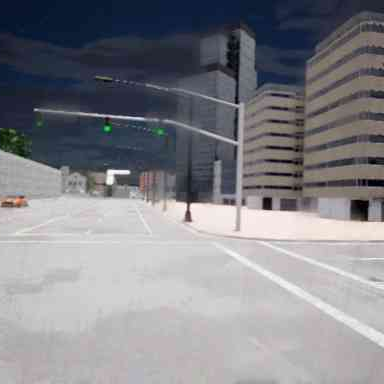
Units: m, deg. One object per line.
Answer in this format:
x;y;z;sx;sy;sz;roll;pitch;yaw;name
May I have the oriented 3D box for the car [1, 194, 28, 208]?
-23.098;1.112;43.408;2.097;1.767;4.553;2;-1;-11;car
